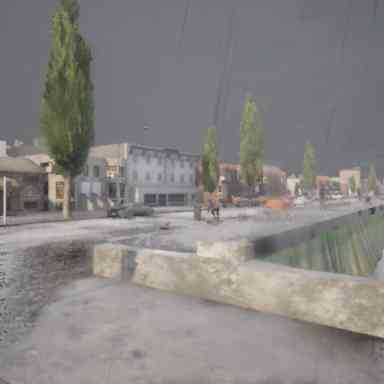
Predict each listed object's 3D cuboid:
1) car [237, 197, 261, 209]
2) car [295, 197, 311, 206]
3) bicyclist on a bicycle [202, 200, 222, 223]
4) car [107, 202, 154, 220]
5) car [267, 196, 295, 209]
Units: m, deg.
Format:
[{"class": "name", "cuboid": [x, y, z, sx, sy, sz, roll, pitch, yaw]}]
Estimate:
[{"class": "car", "cuboid": [8.066, 1.529, 47.042, 1.837, 1.490, 4.892, 0, -1, 36]}, {"class": "car", "cuboid": [17.739, 1.544, 53.629, 1.812, 1.442, 4.674, 0, 0, 35]}, {"class": "bicyclist on a bicycle", "cuboid": [1.395, 1.362, 23.282, 1.656, 1.620, 0.582, 0, 0, 35]}, {"class": "car", "cuboid": [-5.188, 1.583, 28.515, 1.994, 1.385, 4.181, 0, 0, 35]}, {"class": "car", "cuboid": [11.954, 1.370, 45.427, 2.097, 1.767, 4.553, 0, 0, 36]}]
